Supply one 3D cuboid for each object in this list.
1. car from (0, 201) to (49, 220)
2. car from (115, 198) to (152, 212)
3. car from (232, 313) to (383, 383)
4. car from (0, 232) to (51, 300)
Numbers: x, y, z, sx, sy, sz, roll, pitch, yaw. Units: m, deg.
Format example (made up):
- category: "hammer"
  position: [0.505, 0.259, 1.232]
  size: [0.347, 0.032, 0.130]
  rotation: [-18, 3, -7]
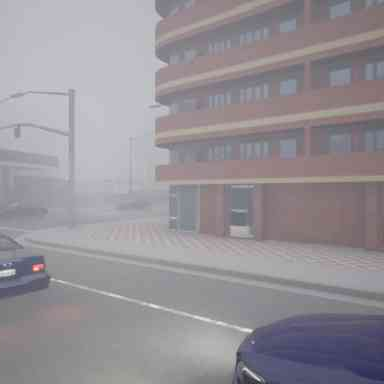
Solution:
- category: "car"
  position: [-14.478, 1.525, 28.007]
  size: [1.812, 1.442, 4.674]
  rotation: [0, 0, 34]
- category: "car"
  position: [-6.844, 1.477, 39.252]
  size: [1.882, 1.535, 5.008]
  rotation: [0, 0, 34]
- category: "car"
  position: [2.508, 1.526, 2.203]
  size: [4.674, 1.442, 1.812]
  rotation: [0, 0, 35]
- category: "car"
  position: [-5.380, 1.547, 7.717]
  size: [5.357, 1.411, 2.033]
  rotation: [0, 0, 38]
